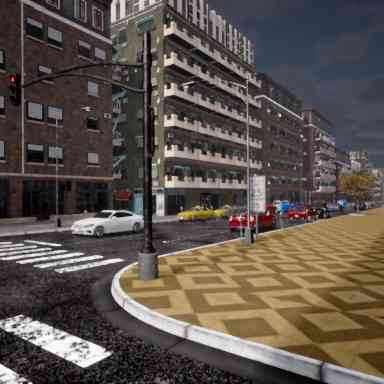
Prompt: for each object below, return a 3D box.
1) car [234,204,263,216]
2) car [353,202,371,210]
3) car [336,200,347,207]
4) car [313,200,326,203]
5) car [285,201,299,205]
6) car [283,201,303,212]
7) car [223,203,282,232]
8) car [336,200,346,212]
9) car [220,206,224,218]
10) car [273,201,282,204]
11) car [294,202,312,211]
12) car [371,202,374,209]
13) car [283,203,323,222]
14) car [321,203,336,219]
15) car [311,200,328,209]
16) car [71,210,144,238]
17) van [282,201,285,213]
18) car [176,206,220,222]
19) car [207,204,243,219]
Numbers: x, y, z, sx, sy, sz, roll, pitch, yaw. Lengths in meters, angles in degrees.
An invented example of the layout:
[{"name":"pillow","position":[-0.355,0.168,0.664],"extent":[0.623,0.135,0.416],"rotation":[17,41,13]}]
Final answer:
[{"name":"car","position":[6.991,2.222,40.851],"extent":[1.947,1.339,4.313],"rotation":[-2,-2,35]},{"name":"car","position":[29.967,2.583,59.273],"extent":[1.947,1.339,4.313],"rotation":[-2,-2,35]},{"name":"car","position":[39.198,2.882,87.141],"extent":[1.690,1.788,3.998],"rotation":[-2,-2,35]},{"name":"car","position":[17.650,2.267,46.058],"extent":[1.837,1.490,4.892],"rotation":[-1,-1,35]},{"name":"car","position":[15.775,2.323,48.787],"extent":[1.882,1.535,5.008],"rotation":[-1,-1,35]},{"name":"car","position":[16.682,2.361,54.758],"extent":[1.967,1.590,4.097],"rotation":[-2,-2,35]},{"name":"car","position":[4.121,1.751,22.201],"extent":[1.967,1.590,4.097],"rotation":[-2,-2,35]},{"name":"car","position":[23.454,2.468,54.398],"extent":[2.033,1.411,5.357],"rotation":[-1,-1,36]},{"name":"car","position":[5.047,2.067,33.569],"extent":[2.033,1.411,5.357],"rotation":[-1,-1,35]},{"name":"car","position":[10.221,2.289,45.486],"extent":[1.887,1.381,4.507],"rotation":[-2,-2,35]},{"name":"car","position":[19.913,2.554,59.390],"extent":[1.887,1.381,4.507],"rotation":[-2,-2,35]},{"name":"car","position":[36.428,2.745,68.542],"extent":[2.008,1.369,4.403],"rotation":[-2,-2,35]},{"name":"car","position":[10.583,2.032,31.467],"extent":[1.887,1.381,4.507],"rotation":[-2,-2,35]},{"name":"car","position":[13.814,2.141,36.101],"extent":[1.947,1.339,4.313],"rotation":[-2,-2,35]},{"name":"car","position":[26.372,2.501,68.665],"extent":[2.192,1.841,5.009],"rotation":[-2,-2,35]},{"name":"car","position":[-4.767,1.778,19.475],"extent":[1.812,1.442,4.674],"rotation":[-1,-1,34]},{"name":"van","position":[13.450,2.174,50.126],"extent":[1.690,1.788,3.998],"rotation":[-2,-2,35]},{"name":"car","position":[0.432,2.002,31.444],"extent":[1.752,1.417,4.829],"rotation":[-2,-2,35]},{"name":"car","position":[3.663,2.090,36.077],"extent":[1.752,1.417,4.829],"rotation":[-2,-2,35]}]
